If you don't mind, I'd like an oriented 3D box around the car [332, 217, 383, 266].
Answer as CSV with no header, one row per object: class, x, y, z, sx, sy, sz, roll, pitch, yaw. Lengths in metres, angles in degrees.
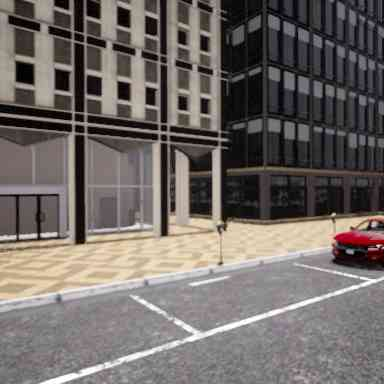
car,6.543,1.538,11.227,4.507,1.381,1.887,0,0,-35
